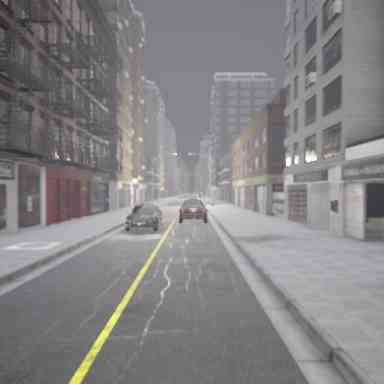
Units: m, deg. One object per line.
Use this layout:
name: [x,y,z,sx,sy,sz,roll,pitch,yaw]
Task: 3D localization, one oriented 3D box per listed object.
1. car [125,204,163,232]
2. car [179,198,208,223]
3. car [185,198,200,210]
car: [-2.836,1.497,20.380,1.837,1.490,4.892,0,0,0]
car: [0.089,1.343,25.902,2.097,1.767,4.553,0,0,0]
car: [0.070,1.512,43.532,1.812,1.442,4.674,0,0,0]
